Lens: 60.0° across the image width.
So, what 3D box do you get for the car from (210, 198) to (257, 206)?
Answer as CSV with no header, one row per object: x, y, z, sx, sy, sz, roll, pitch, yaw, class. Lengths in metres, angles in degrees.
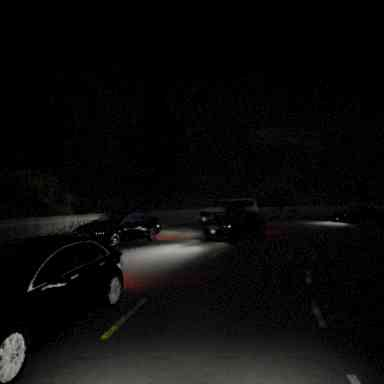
2.729,1.488,24.232,2.150,2.045,5.566,-1,-1,44,car

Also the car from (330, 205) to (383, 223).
14.531,1.880,28.945,5.357,1.411,2.033,0,-1,-26,car

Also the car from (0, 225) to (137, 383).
-2.715,1.564,5.527,1.837,1.490,4.892,0,-1,11,car

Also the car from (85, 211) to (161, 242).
-3.280,1.655,15.326,2.128,1.511,4.902,0,-1,26,car

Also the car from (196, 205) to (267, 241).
2.455,1.693,18.302,2.128,1.511,4.902,0,-1,36,car
